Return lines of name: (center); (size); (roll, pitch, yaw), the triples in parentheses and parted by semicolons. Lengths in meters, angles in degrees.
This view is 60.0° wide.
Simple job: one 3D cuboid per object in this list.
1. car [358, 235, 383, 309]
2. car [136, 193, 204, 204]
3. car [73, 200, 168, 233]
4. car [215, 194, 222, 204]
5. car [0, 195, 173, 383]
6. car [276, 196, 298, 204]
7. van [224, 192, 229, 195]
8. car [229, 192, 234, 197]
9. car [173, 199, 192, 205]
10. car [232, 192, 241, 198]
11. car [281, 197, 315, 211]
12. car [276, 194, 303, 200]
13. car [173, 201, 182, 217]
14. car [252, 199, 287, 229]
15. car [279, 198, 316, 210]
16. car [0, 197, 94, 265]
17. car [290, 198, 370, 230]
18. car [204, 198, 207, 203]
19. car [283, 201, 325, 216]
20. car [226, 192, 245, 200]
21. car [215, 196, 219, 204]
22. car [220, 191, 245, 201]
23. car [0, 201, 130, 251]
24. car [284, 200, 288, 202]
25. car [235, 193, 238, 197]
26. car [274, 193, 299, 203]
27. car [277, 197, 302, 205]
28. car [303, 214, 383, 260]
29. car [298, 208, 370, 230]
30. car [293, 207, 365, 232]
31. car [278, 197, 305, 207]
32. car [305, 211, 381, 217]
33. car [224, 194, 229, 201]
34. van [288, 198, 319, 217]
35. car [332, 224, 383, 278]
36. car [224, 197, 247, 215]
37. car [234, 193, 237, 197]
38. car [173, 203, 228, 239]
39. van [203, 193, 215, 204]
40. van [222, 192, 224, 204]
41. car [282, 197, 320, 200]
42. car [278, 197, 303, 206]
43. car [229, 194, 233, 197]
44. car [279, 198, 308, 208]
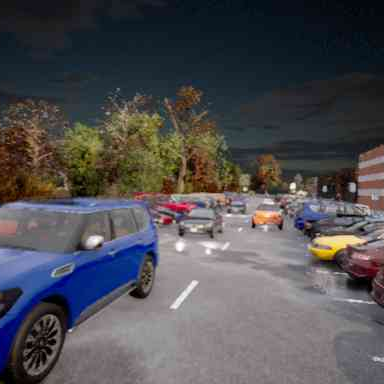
car: (5.652, 1.783, 5.579); (4.674, 1.452, 2.002); (2, 0, 13)
car: (-2.190, 1.210, 27.490); (5.566, 2.045, 2.435); (2, 0, 13)
car: (-4.094, 1.357, 19.362); (4.892, 1.521, 2.231); (2, 0, 13)
car: (0.966, 1.342, 41.270); (4.553, 1.767, 2.185); (2, 1, 13)
car: (-2.278, 1.139, 5.754); (2.150, 2.045, 5.566); (2, 0, 14)
car: (22.049, 1.820, 77.216); (4.674, 1.452, 2.002); (2, 1, 13)
van: (2.749, 1.191, 49.680); (4.442, 1.987, 1.878); (3, 1, 13)
car: (4.060, 1.266, 55.044); (4.553, 1.767, 2.185); (2, 1, 13)
car: (-2.830, 1.456, 24.737); (4.792, 1.488, 2.163); (2, 0, 13)
car: (6.639, 1.334, 66.169); (5.008, 1.535, 2.097); (2, 1, 13)
car: (15.713, 1.806, 49.677); (4.553, 1.767, 2.185); (2, 1, 13)
car: (14.459, 1.710, 44.165); (5.566, 2.045, 2.435); (2, 1, 13)
car: (-3.459, 1.421, 21.984); (4.792, 1.488, 2.163); (2, 0, 13)
car: (5.602, 1.666, 24.694); (2.097, 1.767, 4.553); (2, 0, 13)
car: (16.550, 1.923, 52.384); (5.366, 1.575, 1.946); (2, 1, 13)
car: (-5.938, 1.127, 11.096); (4.553, 1.767, 2.185); (2, 0, 13)
car: (8.839, 1.668, 19.346); (5.566, 2.045, 2.435); (2, 0, 13)
car: (-1.591, 1.492, 30.258); (5.008, 1.535, 2.097); (2, 0, 13)
car: (13.841, 2.017, 41.410); (4.674, 1.452, 2.002); (2, 1, 13)
car: (11.112, 1.086, 85.429); (4.553, 1.767, 2.185); (2, 0, 13)
car: (0.295, 1.509, 38.656); (4.792, 1.488, 2.163); (2, 1, 13)
car: (9.792, 1.005, 79.801); (5.566, 2.045, 2.435); (2, 1, 13)
car: (-5.368, 1.285, 13.732); (5.008, 1.535, 2.097); (2, 0, 13)
car: (12.589, 2.006, 35.898); (5.008, 1.535, 2.097); (2, 1, 13)
car: (5.342, 1.363, 60.544); (5.008, 1.535, 2.097); (2, 1, 13)
car: (22.716, 1.511, 79.959); (5.566, 2.045, 2.435); (2, 1, 13)
car: (20.156, 1.870, 68.952); (4.674, 1.452, 2.002); (2, 1, 13)
car: (6.734, 1.802, 11.129); (5.366, 1.575, 1.946); (2, 0, 13)
car: (8.166, 1.883, 16.598); (5.008, 1.535, 2.097); (2, 0, 13)
car: (10.054, 2.028, 24.861); (4.674, 1.452, 2.002); (2, 0, 13)
car: (18.920, 1.890, 63.437); (4.792, 1.488, 2.163); (2, 1, 13)
car: (7.548, 1.848, 13.842); (5.008, 1.535, 2.097); (2, 0, 13)
car: (2.215, 1.437, 46.905); (4.892, 1.521, 2.231); (2, 1, 13)
van: (10.557, 1.788, 27.524); (4.442, 1.987, 1.878); (2, 0, 13)
car: (6.281, 1.818, 8.333); (4.674, 1.452, 2.002); (2, 0, 13)
car: (5.234, 1.726, 38.234); (1.812, 1.442, 4.674); (2, 1, 13)
car: (4.721, 1.379, 57.790); (5.008, 1.535, 2.097); (2, 1, 13)
car: (0.618, 1.605, 18.370); (1.812, 1.442, 4.674); (2, 0, 13)
van: (-0.180, 1.274, 35.864); (4.442, 1.987, 1.878); (3, 1, 13)
van: (1.484, 1.221, 44.174); (4.442, 1.987, 1.878); (2, 1, 13)
car: (13.189, 1.865, 38.659); (4.553, 1.767, 2.185); (2, 1, 13)
car: (19.519, 1.885, 66.199); (4.674, 1.452, 2.002); (2, 1, 13)
car: (3.450, 1.407, 52.288); (5.008, 1.535, 2.097); (2, 1, 13)
car: (17.632, 1.929, 57.934); (4.674, 1.452, 2.002); (2, 1, 13)
